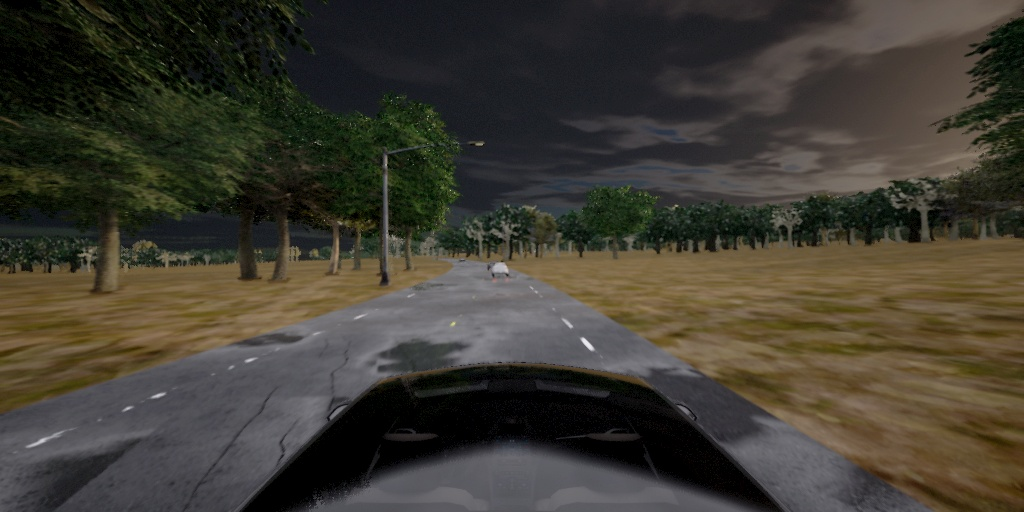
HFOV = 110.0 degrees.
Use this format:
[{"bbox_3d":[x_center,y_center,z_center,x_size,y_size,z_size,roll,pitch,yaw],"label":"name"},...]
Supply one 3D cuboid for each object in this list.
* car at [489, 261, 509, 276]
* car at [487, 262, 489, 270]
[{"bbox_3d":[-1.374,1.499,40.658,1.812,1.442,4.674,0,0,-4],"label":"car"},{"bbox_3d":[-3.067,1.485,58.183,2.128,1.511,4.902,0,0,-6],"label":"car"}]
